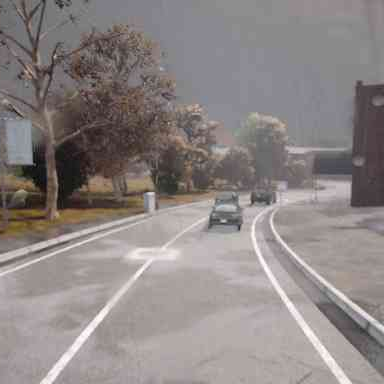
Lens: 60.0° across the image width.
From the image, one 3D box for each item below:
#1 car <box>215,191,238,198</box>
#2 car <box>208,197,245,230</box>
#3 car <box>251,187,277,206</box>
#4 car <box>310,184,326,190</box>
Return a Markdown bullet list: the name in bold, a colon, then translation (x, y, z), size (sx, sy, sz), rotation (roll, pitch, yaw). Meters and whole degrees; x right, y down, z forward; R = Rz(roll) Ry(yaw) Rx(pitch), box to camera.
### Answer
- **car**: translation (4.045, 0.687, 38.463), size (1.837, 1.490, 4.892), rotation (2, 3, 23)
- **car**: translation (2.109, 1.311, 19.759), size (1.812, 1.442, 4.674), rotation (1, 1, 11)
- **car**: translation (8.619, 0.461, 39.722), size (2.150, 2.045, 5.566), rotation (3, 3, 25)
- **car**: translation (27.449, -0.987, 72.448), size (1.882, 1.535, 5.008), rotation (5, 6, 42)
